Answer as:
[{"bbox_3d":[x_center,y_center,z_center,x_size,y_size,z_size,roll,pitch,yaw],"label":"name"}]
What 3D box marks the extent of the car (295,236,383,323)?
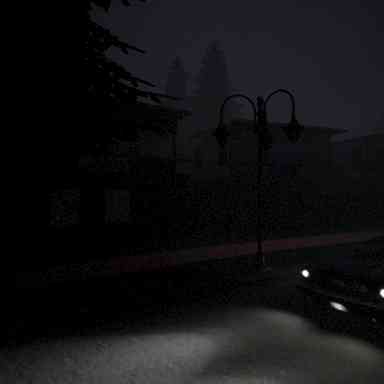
[{"bbox_3d":[4.316,1.600,6.742,4.718,1.301,1.895,0,0,-32],"label":"car"}]
